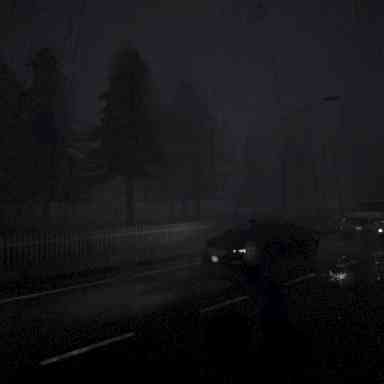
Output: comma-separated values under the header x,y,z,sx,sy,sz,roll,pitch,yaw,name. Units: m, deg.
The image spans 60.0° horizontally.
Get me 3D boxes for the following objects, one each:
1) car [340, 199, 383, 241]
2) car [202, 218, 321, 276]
x,y,z,sx,sy,sz,roll,pitch,yaw,name
10.112,1.401,17.934,5.566,2.045,2.150,0,-1,-42,car
2.466,1.642,11.087,4.902,1.511,2.128,0,-1,-42,car
